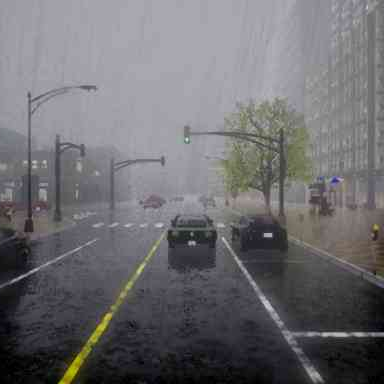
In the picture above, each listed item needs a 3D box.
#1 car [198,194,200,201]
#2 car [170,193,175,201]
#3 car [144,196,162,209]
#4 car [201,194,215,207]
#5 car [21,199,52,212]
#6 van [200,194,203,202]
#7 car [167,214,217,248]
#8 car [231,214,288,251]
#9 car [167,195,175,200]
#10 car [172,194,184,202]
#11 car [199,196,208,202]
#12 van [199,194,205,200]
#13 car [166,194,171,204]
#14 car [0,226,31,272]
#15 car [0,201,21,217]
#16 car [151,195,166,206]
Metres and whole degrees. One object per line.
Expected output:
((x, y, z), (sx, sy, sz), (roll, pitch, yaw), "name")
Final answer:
((2.694, 1.558, 68.536), (2.008, 1.369, 4.403), (0, 0, 0), "car")
((-5.686, 1.534, 79.466), (1.752, 1.417, 4.829), (0, 0, 0), "car")
((-5.686, 1.585, 46.329), (1.802, 1.307, 4.206), (0, 0, 0), "car")
((2.694, 1.530, 52.053), (1.752, 1.417, 4.829), (0, 0, 0), "car")
((-17.268, 1.372, 35.333), (4.507, 1.381, 1.887), (1, -1, -1), "car")
((2.695, 1.346, 57.434), (1.690, 1.788, 3.998), (0, 0, 0), "van")
((0.001, 1.617, 14.679), (1.895, 1.301, 4.718), (0, 0, 0), "car")
((2.694, 1.566, 13.854), (1.947, 1.339, 4.313), (0, 0, 0), "car")
((-5.686, 1.561, 90.738), (2.008, 1.369, 4.403), (0, 0, 0), "car")
((-3.000, 1.555, 78.386), (1.994, 1.385, 4.181), (0, 0, 0), "car")
((2.694, 1.575, 79.638), (1.947, 1.339, 4.313), (0, 0, 0), "car")
((2.696, 1.352, 90.740), (1.690, 1.788, 3.998), (0, 0, 0), "van")
((-5.686, 1.557, 62.983), (2.008, 1.369, 4.403), (0, 0, 0), "car")
((-5.686, 1.565, 8.314), (1.947, 1.339, 4.313), (0, 0, 0), "car")
((-17.147, 1.101, 26.958), (5.009, 1.841, 2.192), (1, -1, -1), "car")
((-5.685, 1.319, 51.880), (2.192, 1.841, 5.009), (0, 0, 0), "car")
